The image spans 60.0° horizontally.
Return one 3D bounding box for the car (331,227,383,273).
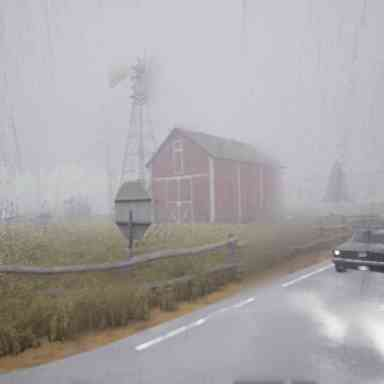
[{"bbox_3d":[6.313,1.886,11.089,1.895,1.301,4.718,-3,-3,42],"label":"car"}]
